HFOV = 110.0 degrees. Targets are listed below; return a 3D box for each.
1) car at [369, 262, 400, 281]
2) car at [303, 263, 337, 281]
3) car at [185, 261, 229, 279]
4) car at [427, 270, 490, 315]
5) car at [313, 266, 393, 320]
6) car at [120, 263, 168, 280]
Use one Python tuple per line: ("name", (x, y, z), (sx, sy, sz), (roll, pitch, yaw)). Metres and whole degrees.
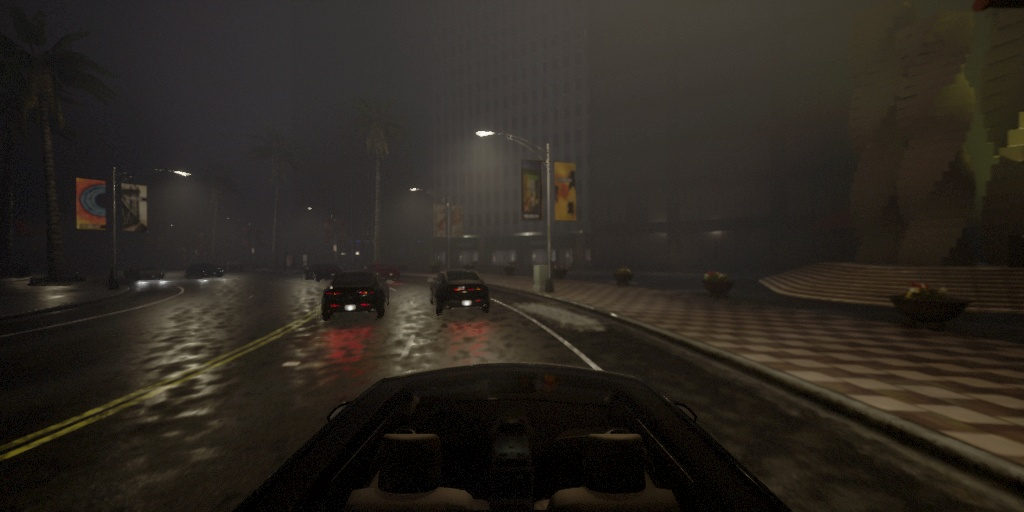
("car", (-10.997, 1.280, 29.804), (1.882, 1.535, 5.008), (0, 0, -40))
("car", (-15.831, 1.323, 29.920), (1.882, 1.535, 5.008), (0, 0, -44))
("car", (-31.150, 1.480, 36.281), (4.892, 1.490, 1.837), (-1, 0, 30))
("car", (-2.111, 1.254, 13.804), (1.837, 1.490, 4.892), (0, 0, -16))
("car", (-5.503, 1.286, 13.023), (1.837, 1.490, 4.892), (0, 0, -16))
("car", (-35.702, 1.619, 34.858), (4.718, 1.301, 1.895), (0, 0, 30))
